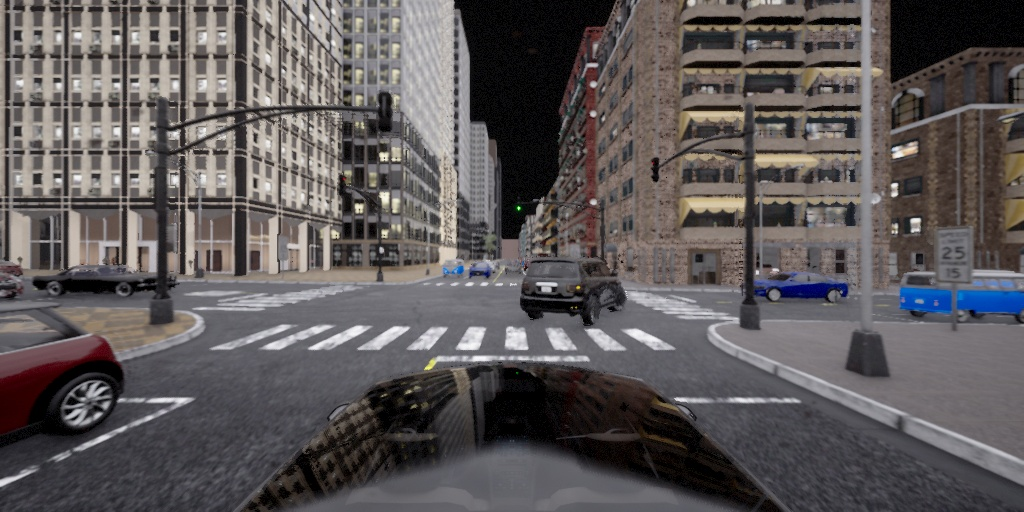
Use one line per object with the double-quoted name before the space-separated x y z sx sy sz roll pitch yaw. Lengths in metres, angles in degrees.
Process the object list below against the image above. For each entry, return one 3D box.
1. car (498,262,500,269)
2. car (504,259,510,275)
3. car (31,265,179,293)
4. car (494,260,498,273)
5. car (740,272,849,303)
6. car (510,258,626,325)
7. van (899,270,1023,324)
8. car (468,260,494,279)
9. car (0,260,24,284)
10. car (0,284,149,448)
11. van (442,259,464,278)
"car" -3.009 1.441 59.943 2.128 1.511 4.902 0 0 1
"car" 0.121 1.371 40.975 2.128 1.511 4.902 0 0 0
"car" -17.853 1.083 15.938 4.718 1.301 1.895 1 0 0
"car" -3.060 1.421 44.985 1.812 1.442 4.674 0 0 0
"car" 14.984 1.597 19.191 5.008 1.535 1.882 1 0 0
"car" 2.317 1.083 12.638 2.150 2.045 5.566 0 -1 30
"van" 16.918 1.488 13.267 3.998 1.789 1.690 0 0 0
"car" -3.069 1.336 34.853 1.882 1.535 5.008 0 0 0
"car" -21.141 0.855 13.341 4.097 1.591 1.967 0 0 0
"car" -5.690 1.193 2.564 1.967 1.591 4.097 0 0 0
"van" -5.672 1.200 35.038 1.690 1.789 3.998 0 0 0
